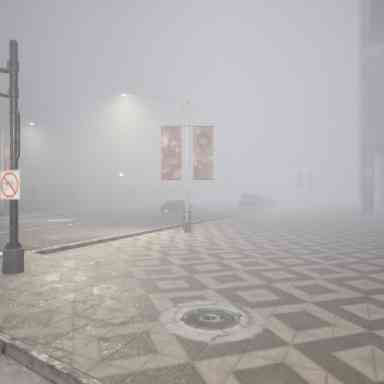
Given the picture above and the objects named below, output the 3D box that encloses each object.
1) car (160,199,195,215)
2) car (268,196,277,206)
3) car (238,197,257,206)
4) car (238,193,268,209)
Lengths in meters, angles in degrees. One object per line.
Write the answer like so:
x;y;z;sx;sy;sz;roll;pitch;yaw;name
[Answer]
-1.343;1.489;33.317;1.837;1.490;4.892;0;0;26;car
12.817;1.448;55.095;2.128;1.511;4.902;0;0;26;car
9.276;1.563;55.076;1.895;1.301;4.718;0;0;26;car
8.297;1.188;45.768;2.150;2.045;5.566;0;0;27;car
